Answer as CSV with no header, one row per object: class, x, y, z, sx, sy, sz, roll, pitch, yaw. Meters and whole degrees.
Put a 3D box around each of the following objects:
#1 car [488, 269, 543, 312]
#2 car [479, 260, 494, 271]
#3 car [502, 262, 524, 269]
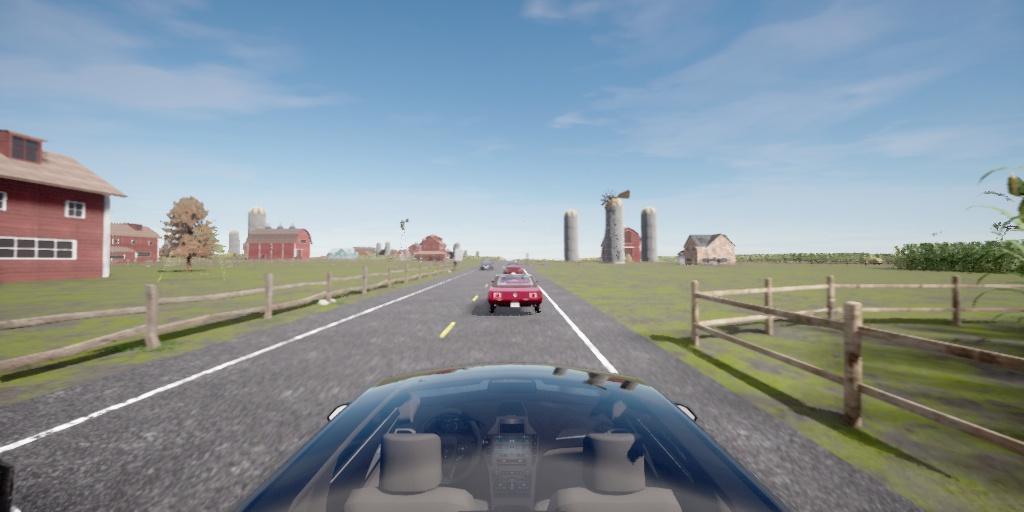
car,0.110,1.358,14.288,1.895,1.301,4.718,0,0,0
car,-3.516,1.329,51.098,1.812,1.442,4.674,0,0,1
car,0.119,1.300,32.260,1.812,1.442,4.674,0,0,0
